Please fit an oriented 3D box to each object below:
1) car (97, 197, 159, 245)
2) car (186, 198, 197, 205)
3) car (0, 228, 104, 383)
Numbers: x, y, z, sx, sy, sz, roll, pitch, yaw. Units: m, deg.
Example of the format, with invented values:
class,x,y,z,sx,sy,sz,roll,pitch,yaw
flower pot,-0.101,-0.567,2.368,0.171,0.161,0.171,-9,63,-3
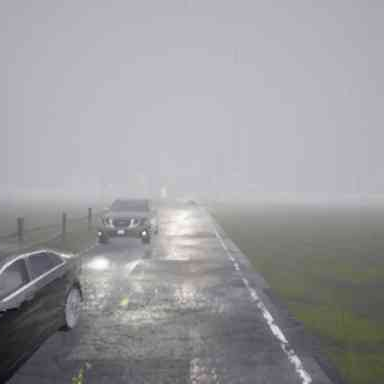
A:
class,x,y,z,sx,sy,sz,roll,pitch,yaw
car,-2.857,1.264,16.128,2.150,2.045,5.566,0,0,0
car,-0.068,1.721,61.193,1.895,1.301,4.718,0,0,0
car,-2.852,1.505,4.103,2.128,1.511,4.902,0,0,0
